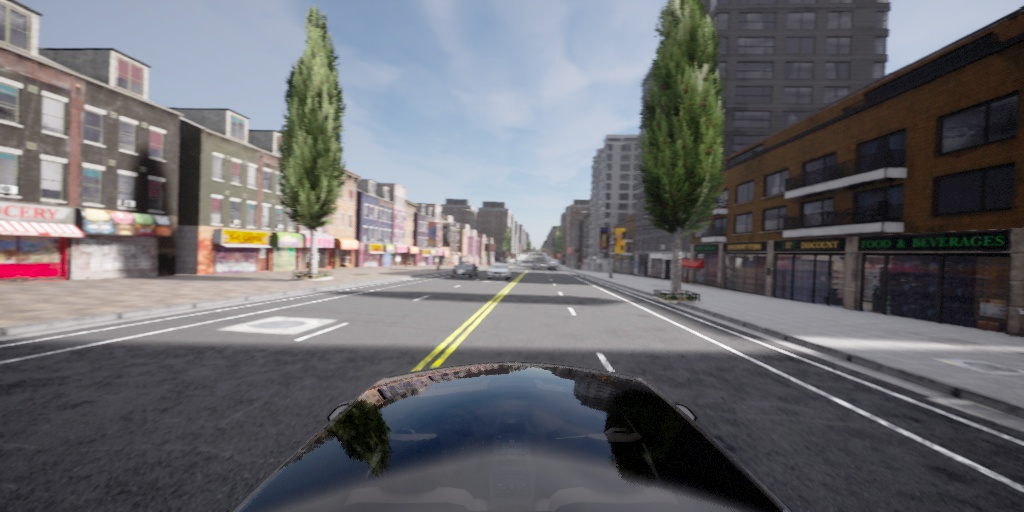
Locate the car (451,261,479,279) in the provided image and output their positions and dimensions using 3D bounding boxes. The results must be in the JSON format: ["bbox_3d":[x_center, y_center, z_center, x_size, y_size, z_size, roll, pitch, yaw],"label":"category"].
[{"bbox_3d":[-4.358,1.264,33.922,2.128,1.511,4.902,2,-1,4],"label":"car"}]

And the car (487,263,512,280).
[{"bbox_3d":[-1.120,1.428,33.688,1.812,1.442,4.674,2,-1,4],"label":"car"}]
